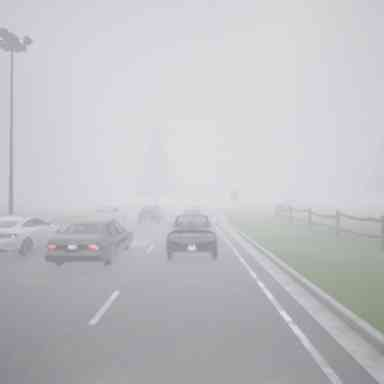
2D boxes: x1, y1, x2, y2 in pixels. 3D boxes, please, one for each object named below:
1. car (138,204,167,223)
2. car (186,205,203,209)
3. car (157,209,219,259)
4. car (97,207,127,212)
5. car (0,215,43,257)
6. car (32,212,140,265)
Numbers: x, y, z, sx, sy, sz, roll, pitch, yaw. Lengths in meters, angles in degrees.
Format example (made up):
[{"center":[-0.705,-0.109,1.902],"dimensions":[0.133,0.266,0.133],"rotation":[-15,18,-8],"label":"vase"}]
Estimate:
[{"center":[-3.337,1.826,28.268],"dimensions":[1.837,1.490,4.892],"rotation":[0,0,4],"label":"car"},{"center":[0.191,1.848,28.571],"dimensions":[1.812,1.442,4.674],"rotation":[0,0,4],"label":"car"},{"center":[0.016,1.643,13.231],"dimensions":[2.128,1.511,4.902],"rotation":[0,0,0],"label":"car"},{"center":[-6.857,1.918,28.135],"dimensions":[1.895,1.301,4.718],"rotation":[0,-1,3],"label":"car"},{"center":[-6.981,1.679,13.620],"dimensions":[1.812,1.442,4.674],"rotation":[0,0,0],"label":"car"},{"center":[-3.494,1.686,12.233],"dimensions":[2.033,1.411,5.357],"rotation":[0,-1,0],"label":"car"}]
